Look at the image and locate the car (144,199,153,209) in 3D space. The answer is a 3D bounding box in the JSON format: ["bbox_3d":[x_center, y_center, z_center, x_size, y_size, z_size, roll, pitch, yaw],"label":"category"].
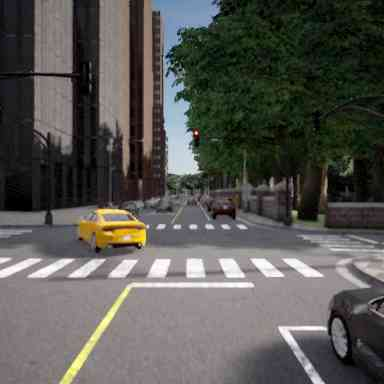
[{"bbox_3d":[-5.785,1.707,46.117,2.008,1.369,4.403,0,0,0],"label":"car"}]

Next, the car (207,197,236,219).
[{"bbox_3d":[2.749,1.408,29.761,2.192,1.841,5.009,0,0,0],"label":"car"}]

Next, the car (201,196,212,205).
[{"bbox_3d":[2.733,1.660,62.499,1.967,1.590,4.097,0,0,0],"label":"car"}]

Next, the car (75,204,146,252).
[{"bbox_3d":[-3.625,1.489,14.282,1.882,1.535,5.008,1,0,-30],"label":"car"}]

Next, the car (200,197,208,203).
[{"bbox_3d":[2.724,1.811,79.038,1.752,1.417,4.829,0,0,0],"label":"car"}]

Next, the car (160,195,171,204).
[{"bbox_3d":[-5.798,1.578,73.403,2.192,1.841,5.009,0,0,0],"label":"car"}]

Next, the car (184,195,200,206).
[{"bbox_3d":[0.026,1.703,60.313,2.128,1.511,4.902,0,0,0],"label":"car"}]

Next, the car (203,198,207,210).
[{"bbox_3d":[2.743,1.701,40.672,1.947,1.339,4.313,0,0,0],"label":"car"}]

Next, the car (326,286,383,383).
[{"bbox_3d":[2.762,1.560,3.095,2.008,1.369,4.403,0,0,0],"label":"car"}]

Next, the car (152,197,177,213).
[{"bbox_3d":[-3.114,1.632,38.653,1.837,1.490,4.892,0,0,0],"label":"car"}]

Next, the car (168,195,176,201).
[{"bbox_3d":[-5.809,1.798,95.231,1.967,1.590,4.097,0,0,0],"label":"car"}]

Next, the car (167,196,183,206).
[{"bbox_3d":[-3.075,1.801,57.462,1.895,1.301,4.718,0,0,0],"label":"car"}]

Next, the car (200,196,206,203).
[{"bbox_3d":[2.738,1.728,51.586,2.008,1.369,4.403,0,0,0],"label":"car"}]

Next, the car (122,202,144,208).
[{"bbox_3d":[-5.776,1.660,29.746,1.947,1.339,4.313,0,0,0],"label":"car"}]

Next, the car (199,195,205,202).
[{"bbox_3d":[2.735,1.639,57.042,1.967,1.590,4.097,0,0,0],"label":"car"}]

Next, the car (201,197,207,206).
[{"bbox_3d":[2.741,1.707,46.129,2.008,1.369,4.403,0,0,0],"label":"car"}]

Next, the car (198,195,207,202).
[{"bbox_3d":[2.719,1.648,89.782,2.192,1.841,5.009,0,0,0],"label":"car"}]
